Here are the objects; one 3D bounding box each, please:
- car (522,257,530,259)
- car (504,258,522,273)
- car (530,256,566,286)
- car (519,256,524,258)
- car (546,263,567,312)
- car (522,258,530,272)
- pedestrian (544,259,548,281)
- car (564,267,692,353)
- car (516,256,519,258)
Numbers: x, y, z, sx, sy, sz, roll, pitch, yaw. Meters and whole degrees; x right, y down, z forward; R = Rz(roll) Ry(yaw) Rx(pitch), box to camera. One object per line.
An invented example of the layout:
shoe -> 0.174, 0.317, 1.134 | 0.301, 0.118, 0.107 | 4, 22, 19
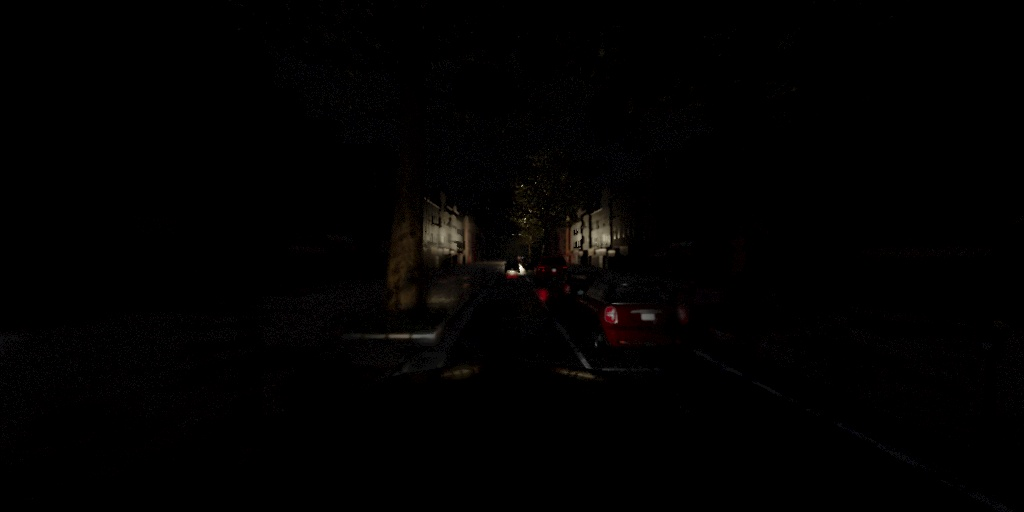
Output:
car -> 2.642, 1.300, 53.426 | 1.751, 1.417, 4.829 | 0, 0, 0
car -> 0.044, 1.298, 45.522 | 1.837, 1.490, 4.892 | 0, 0, 1
car -> 2.751, 1.026, 26.233 | 2.150, 2.045, 5.566 | 0, 0, 0
car -> 2.642, 1.078, 58.802 | 2.192, 1.841, 5.009 | 0, 0, 0
car -> 2.638, 1.222, 14.426 | 1.967, 1.591, 4.097 | 0, 0, 0
car -> 2.641, 1.353, 47.710 | 1.948, 1.339, 4.313 | 0, 0, 0
pedestrian -> 2.752, 1.097, 29.482 | 0.375, 1.860, 0.375 | 0, 0, 0
car -> 2.638, 1.209, 8.879 | 1.967, 1.591, 4.097 | 0, 0, 0
car -> 0.038, 1.246, 61.143 | 2.128, 1.511, 4.902 | 0, 0, 1
